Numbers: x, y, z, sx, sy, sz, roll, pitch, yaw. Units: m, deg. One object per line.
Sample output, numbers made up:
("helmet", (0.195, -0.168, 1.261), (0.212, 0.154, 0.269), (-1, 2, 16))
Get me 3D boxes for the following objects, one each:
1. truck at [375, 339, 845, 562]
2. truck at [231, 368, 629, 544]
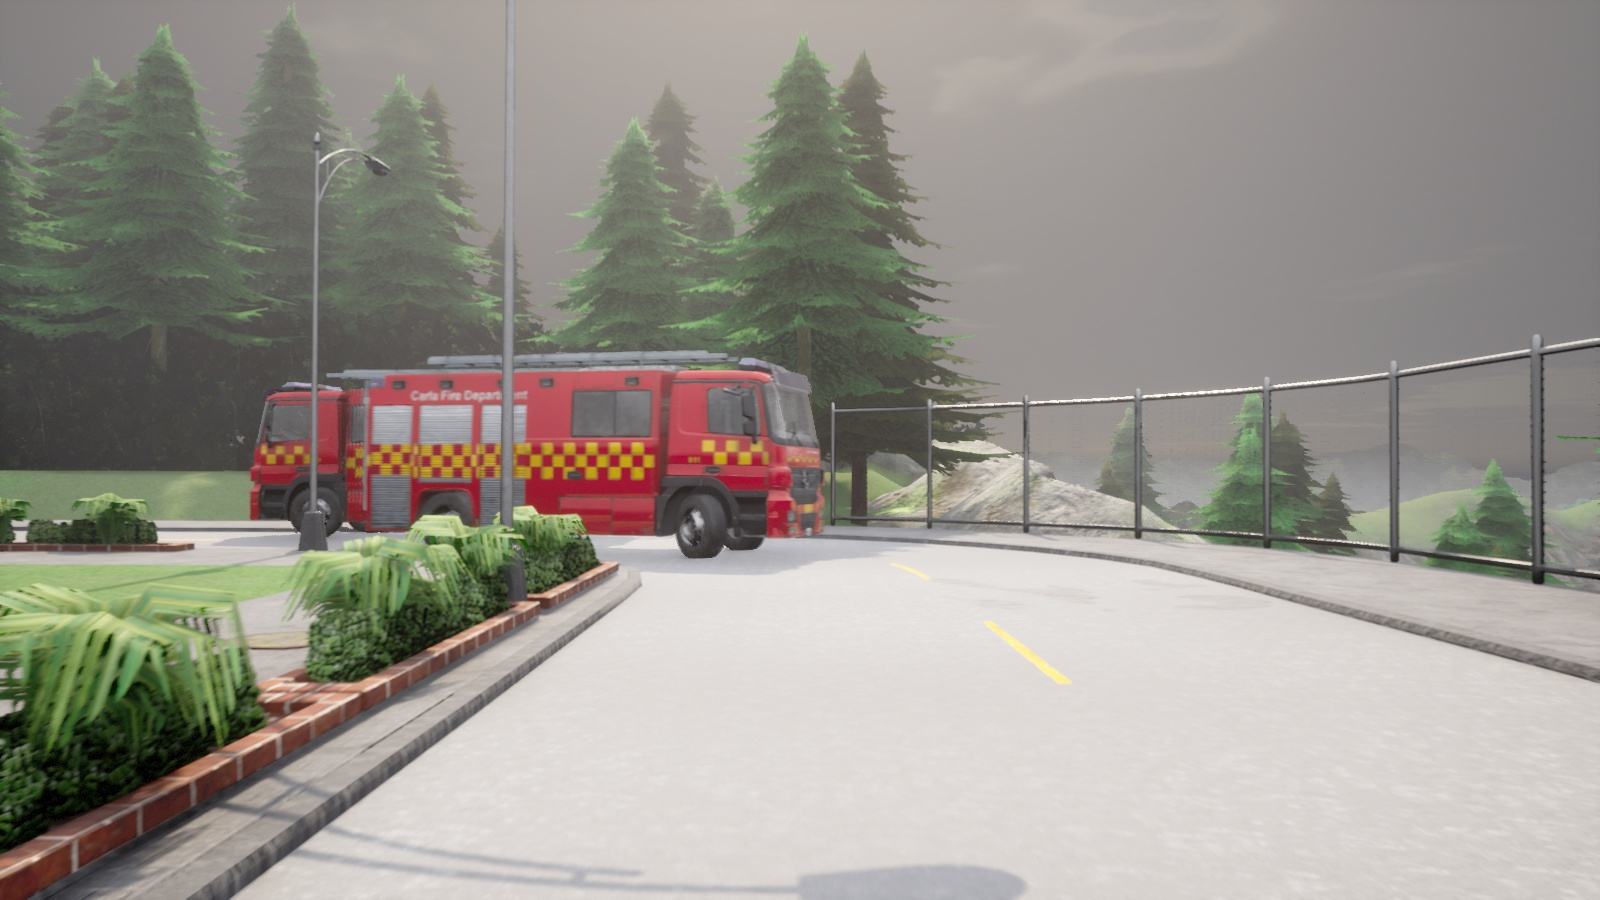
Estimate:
("truck", (-3.596, 0.068, 24.053), (8.468, 3.827, 2.891), (0, -1, 16))
("truck", (-8.508, 0.175, 29.305), (8.468, 3.827, 2.891), (0, -1, 9))
